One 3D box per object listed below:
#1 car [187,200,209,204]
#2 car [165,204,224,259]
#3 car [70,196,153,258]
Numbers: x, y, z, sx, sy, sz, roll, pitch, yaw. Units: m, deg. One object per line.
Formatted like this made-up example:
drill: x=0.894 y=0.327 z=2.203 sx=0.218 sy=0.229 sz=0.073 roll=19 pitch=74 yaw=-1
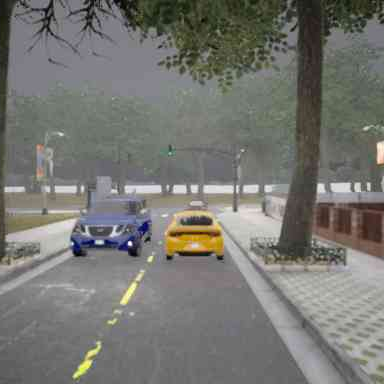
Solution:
car: x=0.493 y=1.402 z=28.681 sx=1.812 sy=1.442 sz=4.674 roll=0 pitch=0 yaw=5
car: x=0.092 y=1.440 z=12.442 sx=1.882 sy=1.535 sz=5.008 roll=0 pitch=1 yaw=0
car: x=-2.848 y=1.182 z=13.015 sx=2.150 sy=2.045 sz=5.566 roll=0 pitch=0 yaw=0
